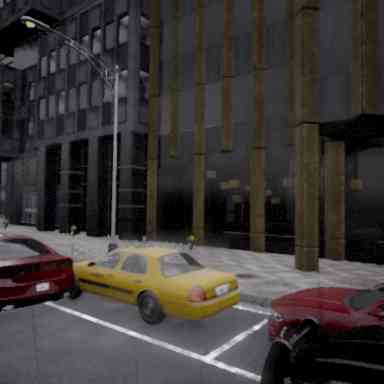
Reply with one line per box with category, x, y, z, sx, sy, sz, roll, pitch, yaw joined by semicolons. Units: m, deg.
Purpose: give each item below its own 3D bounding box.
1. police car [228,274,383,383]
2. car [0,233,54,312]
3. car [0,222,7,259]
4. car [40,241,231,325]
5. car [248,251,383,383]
police car;2.993;1.552;2.006;5.238;1.638;1.930;-1;-3;37
car;-4.873;1.732;7.999;5.008;1.535;1.882;-1;-3;37
car;-9.931;1.951;14.191;4.829;1.417;1.752;-1;-3;37
car;-1.282;1.810;7.599;4.829;1.417;1.752;-1;-3;37
car;3.177;1.757;4.200;4.507;1.381;1.887;-1;-3;37
